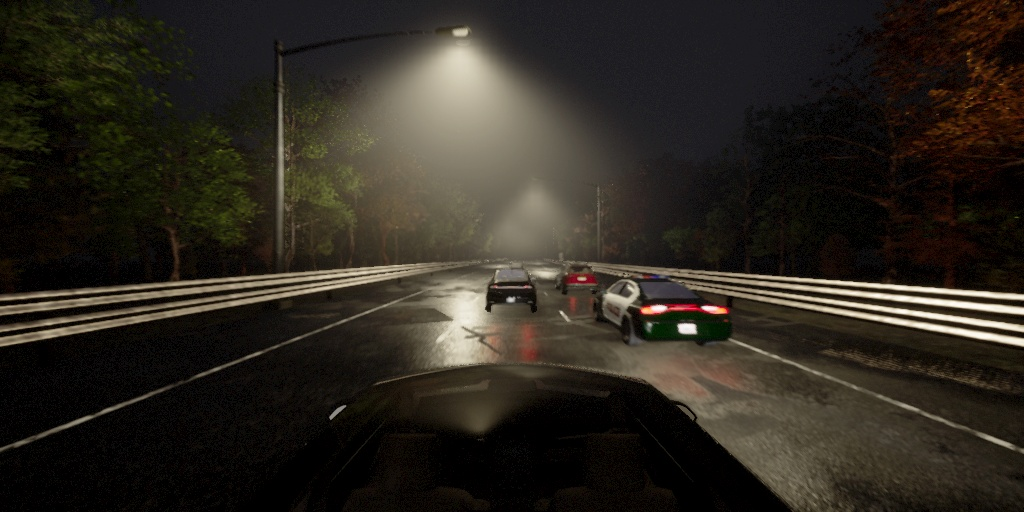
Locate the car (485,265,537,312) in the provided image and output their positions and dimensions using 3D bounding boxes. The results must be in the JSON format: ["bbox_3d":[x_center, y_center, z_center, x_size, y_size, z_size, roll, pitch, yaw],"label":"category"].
[{"bbox_3d":[-0.006,1.280,14.541,2.128,1.511,4.902,0,0,1],"label":"car"}]

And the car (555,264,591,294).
[{"bbox_3d":[3.592,1.237,20.543,2.033,1.649,4.856,0,0,1],"label":"car"}]

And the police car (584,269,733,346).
[{"bbox_3d":[3.517,1.280,9.588,2.038,1.542,4.974,0,0,0],"label":"police car"}]

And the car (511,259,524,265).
[{"bbox_3d":[0.807,1.421,55.844,1.812,1.442,4.674,0,0,1],"label":"car"}]
